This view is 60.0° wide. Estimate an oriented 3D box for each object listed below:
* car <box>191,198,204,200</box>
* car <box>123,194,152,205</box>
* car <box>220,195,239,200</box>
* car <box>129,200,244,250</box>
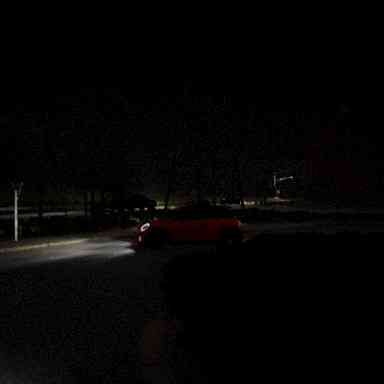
[{"bbox_3d":[0.990,1.608,51.159,1.994,1.385,4.181,0,0,36],"label":"car"},{"bbox_3d":[-6.697,1.268,40.259,2.150,2.045,5.566,0,0,39],"label":"car"},{"bbox_3d":[6.730,1.397,59.208,2.097,1.767,4.553,0,0,36],"label":"car"},{"bbox_3d":[-0.212,1.365,14.140,4.553,1.767,2.097,0,0,-14],"label":"car"}]
